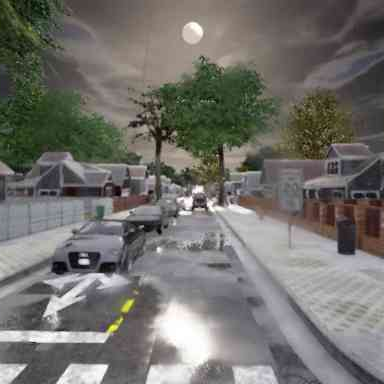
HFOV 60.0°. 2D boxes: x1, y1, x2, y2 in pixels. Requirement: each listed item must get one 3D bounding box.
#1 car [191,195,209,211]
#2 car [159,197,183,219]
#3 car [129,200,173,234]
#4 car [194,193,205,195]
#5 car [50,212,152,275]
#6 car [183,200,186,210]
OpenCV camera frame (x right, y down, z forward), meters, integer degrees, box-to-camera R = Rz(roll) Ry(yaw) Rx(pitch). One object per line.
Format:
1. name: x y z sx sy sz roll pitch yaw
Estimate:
1. car: 0.922 1.463 39.851 1.837 1.490 4.892 0 0 1
2. car: -2.177 1.296 28.710 2.097 1.767 4.553 0 0 2
3. car: -2.421 1.434 19.020 1.882 1.535 5.008 0 0 1
4. car: 1.175 1.197 50.318 2.150 2.045 5.566 0 0 1
5. car: -2.635 1.541 10.272 1.994 1.385 4.181 0 0 2
6. car: -1.820 1.549 41.815 1.895 1.301 4.718 0 0 2
